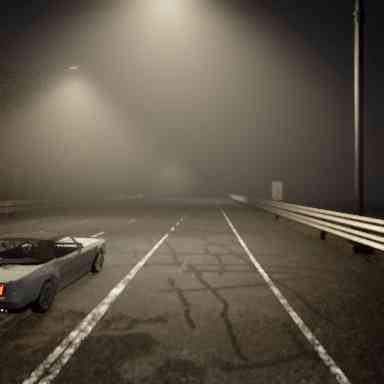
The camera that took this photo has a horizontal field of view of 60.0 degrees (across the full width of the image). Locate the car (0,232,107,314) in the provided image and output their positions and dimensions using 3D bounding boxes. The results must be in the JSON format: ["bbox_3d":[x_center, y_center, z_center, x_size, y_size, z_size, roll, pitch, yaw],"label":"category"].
[{"bbox_3d":[-3.469,1.554,7.483,1.895,1.301,4.718,0,0,3],"label":"car"}]
